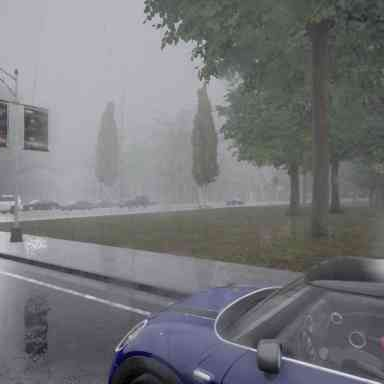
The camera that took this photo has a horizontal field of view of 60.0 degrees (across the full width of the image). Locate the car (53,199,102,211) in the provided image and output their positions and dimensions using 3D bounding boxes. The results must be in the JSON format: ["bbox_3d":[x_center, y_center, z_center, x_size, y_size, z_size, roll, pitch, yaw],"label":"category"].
[{"bbox_3d":[-15.102,1.778,44.062,2.033,1.411,5.357,0,0,35],"label":"car"}]

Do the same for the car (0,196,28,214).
[{"bbox_3d":[-21.065,1.399,35.546,2.150,2.045,5.566,0,0,34],"label":"car"}]

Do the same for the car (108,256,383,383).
[{"bbox_3d":[1.416,1.352,2.679,4.553,1.767,2.097,0,0,36],"label":"car"}]

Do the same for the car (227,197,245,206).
[{"bbox_3d":[8.809,1.818,66.574,2.097,1.767,4.553,0,-1,35],"label":"car"}]

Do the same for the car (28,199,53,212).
[{"bbox_3d":[-19.759,1.695,43.073,1.882,1.535,5.008,0,0,35],"label":"car"}]

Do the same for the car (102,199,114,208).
[{"bbox_3d":[-14.077,1.837,51.192,1.994,1.385,4.181,0,0,35],"label":"car"}]

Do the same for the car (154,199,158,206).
[{"bbox_3d":[-8.131,1.836,59.636,2.128,1.511,4.902,0,0,36],"label":"car"}]

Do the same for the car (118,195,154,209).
[{"bbox_3d":[-9.113,1.514,52.615,2.150,2.045,5.566,0,0,36],"label":"car"}]
